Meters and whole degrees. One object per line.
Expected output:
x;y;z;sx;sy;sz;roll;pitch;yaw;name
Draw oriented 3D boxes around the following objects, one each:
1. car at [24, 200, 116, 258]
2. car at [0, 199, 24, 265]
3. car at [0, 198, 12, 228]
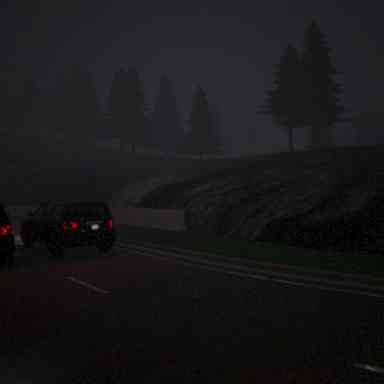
-5.227;1.346;13.713;2.150;2.045;5.566;0;0;-42;car
-7.806;1.346;11.347;2.150;2.045;5.566;0;0;-42;car
-15.882;1.493;24.771;5.566;2.045;2.150;0;0;35;car
